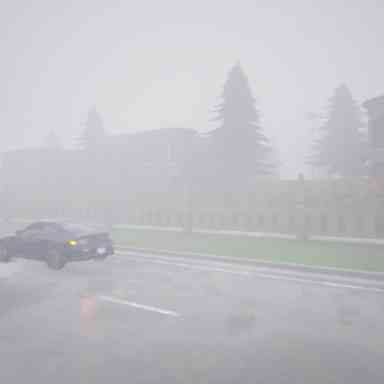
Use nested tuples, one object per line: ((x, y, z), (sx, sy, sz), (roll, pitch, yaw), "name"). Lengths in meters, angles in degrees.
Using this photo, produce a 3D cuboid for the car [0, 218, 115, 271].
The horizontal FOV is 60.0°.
((-4.633, 1.610, 11.173), (4.674, 1.442, 1.812), (-1, 0, 33), "car")
